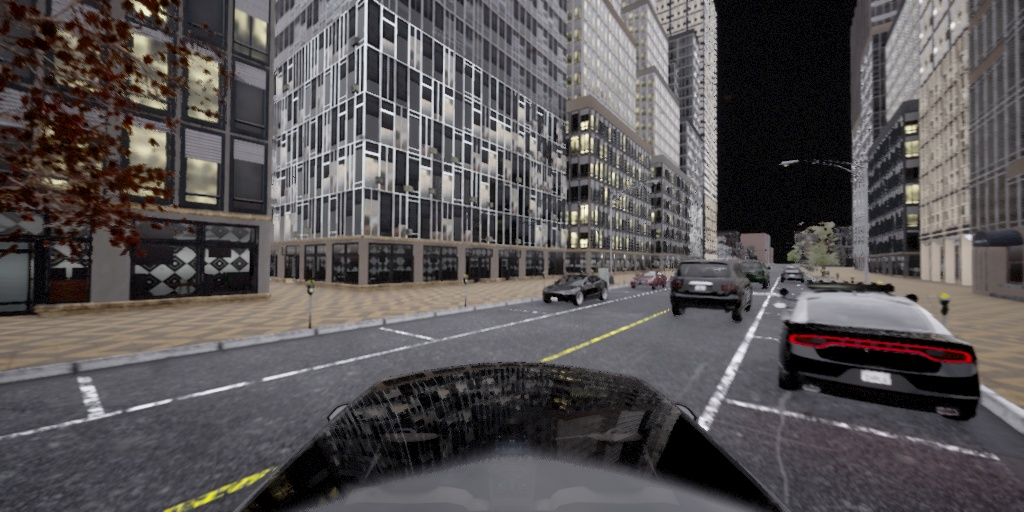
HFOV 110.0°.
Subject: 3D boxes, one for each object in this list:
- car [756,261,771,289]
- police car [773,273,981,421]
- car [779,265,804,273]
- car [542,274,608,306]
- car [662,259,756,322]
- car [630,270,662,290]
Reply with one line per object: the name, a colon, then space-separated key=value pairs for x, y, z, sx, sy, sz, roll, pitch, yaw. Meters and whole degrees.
car: x=18.755 y=1.395 z=28.075 sx=2.150 sy=2.045 sz=5.566 roll=0 pitch=-1 yaw=38
police car: x=5.878 y=1.265 z=6.303 sx=1.930 sy=1.638 sz=5.238 roll=0 pitch=-1 yaw=37
car: x=27.107 y=1.864 z=34.729 sx=1.948 sy=1.339 sz=4.313 roll=0 pitch=0 yaw=37
car: x=3.152 y=1.523 z=17.248 sx=1.948 sy=1.339 sz=4.313 roll=0 pitch=0 yaw=37
car: x=7.676 y=1.160 z=13.636 sx=2.150 sy=2.045 sz=5.566 roll=0 pitch=-1 yaw=37
car: x=10.076 y=1.686 z=26.282 sx=1.802 sy=1.307 sz=4.207 roll=0 pitch=0 yaw=37
